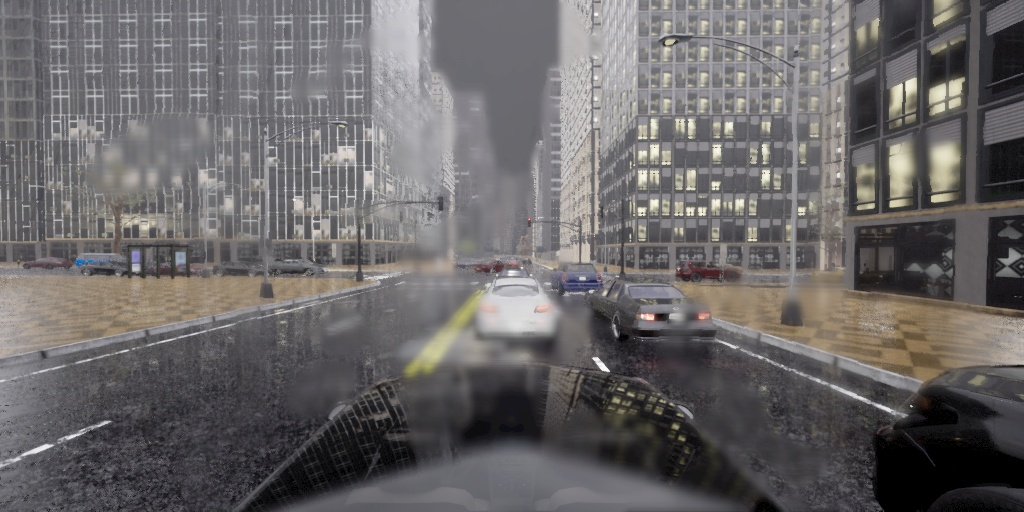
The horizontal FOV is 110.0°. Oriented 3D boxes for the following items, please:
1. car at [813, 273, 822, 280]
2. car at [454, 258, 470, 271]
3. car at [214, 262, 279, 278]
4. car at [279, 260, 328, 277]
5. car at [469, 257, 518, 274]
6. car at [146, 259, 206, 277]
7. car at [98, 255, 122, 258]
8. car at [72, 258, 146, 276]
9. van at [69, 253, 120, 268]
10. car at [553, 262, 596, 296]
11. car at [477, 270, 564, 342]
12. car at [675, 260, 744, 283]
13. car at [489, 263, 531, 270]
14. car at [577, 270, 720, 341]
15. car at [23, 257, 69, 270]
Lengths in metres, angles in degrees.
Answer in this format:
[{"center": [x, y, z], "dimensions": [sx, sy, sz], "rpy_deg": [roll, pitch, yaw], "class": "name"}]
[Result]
[{"center": [27.665, 1.579, 29.533], "dimensions": [4.829, 1.417, 1.751], "rpy_deg": [0, 0, 1], "class": "car"}, {"center": [-6.584, 1.068, 49.272], "dimensions": [2.097, 1.767, 4.553], "rpy_deg": [0, 0, 1], "class": "car"}, {"center": [-22.707, 1.174, 30.299], "dimensions": [4.313, 1.339, 1.948], "rpy_deg": [0, 0, 1], "class": "car"}, {"center": [-19.557, 1.085, 32.941], "dimensions": [4.902, 1.511, 2.128], "rpy_deg": [0, 1, 1], "class": "car"}, {"center": [-1.944, 1.134, 38.754], "dimensions": [1.882, 1.535, 5.008], "rpy_deg": [2, 2, 38], "class": "car"}, {"center": [-28.391, 1.138, 30.437], "dimensions": [4.207, 1.307, 1.802], "rpy_deg": [0, 0, 1], "class": "car"}, {"center": [-34.687, 0.946, 33.262], "dimensions": [4.902, 1.511, 2.128], "rpy_deg": [1, 1, 1], "class": "car"}, {"center": [-34.072, 1.069, 30.615], "dimensions": [4.313, 1.339, 1.948], "rpy_deg": [0, 0, 1], "class": "car"}, {"center": [-45.256, 0.605, 39.285], "dimensions": [3.998, 1.789, 1.690], "rpy_deg": [0, 0, 1], "class": "van"}, {"center": [3.364, 1.093, 19.195], "dimensions": [2.097, 1.767, 4.553], "rpy_deg": [0, 0, 0], "class": "car"}, {"center": [0.106, 1.272, 9.671], "dimensions": [1.812, 1.442, 4.674], "rpy_deg": [0, 0, 0], "class": "car"}, {"center": [16.217, 1.269, 29.739], "dimensions": [5.009, 1.841, 2.192], "rpy_deg": [0, 0, 1], "class": "car"}, {"center": [0.114, 1.288, 18.916], "dimensions": [2.033, 1.411, 5.357], "rpy_deg": [0, 0, 0], "class": "car"}, {"center": [3.359, 1.294, 9.810], "dimensions": [2.033, 1.411, 5.357], "rpy_deg": [0, 0, 0], "class": "car"}, {"center": [-50.938, 0.793, 39.405], "dimensions": [4.207, 1.307, 1.802], "rpy_deg": [0, 0, 1], "class": "car"}]
